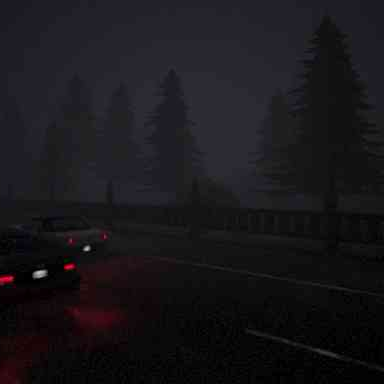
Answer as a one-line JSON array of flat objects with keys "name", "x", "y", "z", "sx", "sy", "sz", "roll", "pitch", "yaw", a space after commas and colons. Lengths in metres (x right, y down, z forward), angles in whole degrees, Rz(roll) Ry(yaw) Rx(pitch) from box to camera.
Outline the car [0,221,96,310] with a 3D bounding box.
[{"name": "car", "x": -4.728, "y": 1.498, "z": 7.474, "sx": 5.357, "sy": 1.411, "sz": 2.033, "roll": 1, "pitch": 0, "yaw": 37}]

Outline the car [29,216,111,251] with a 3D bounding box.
[{"name": "car", "x": -5.208, "y": 1.542, "z": 12.203, "sx": 4.718, "sy": 1.301, "sz": 1.895, "roll": 1, "pitch": 0, "yaw": 37}]
